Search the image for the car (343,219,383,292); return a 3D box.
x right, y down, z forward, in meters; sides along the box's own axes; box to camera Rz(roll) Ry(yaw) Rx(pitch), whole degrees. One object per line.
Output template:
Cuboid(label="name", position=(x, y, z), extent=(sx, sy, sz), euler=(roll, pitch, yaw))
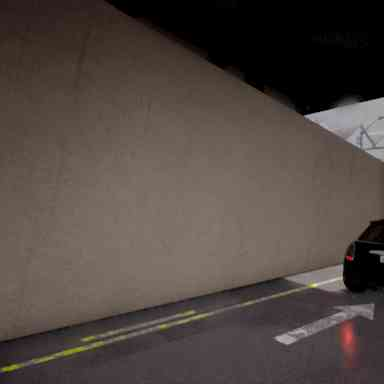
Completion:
Cuboid(label="car", position=(5.556, 1.350, 7.726), extent=(4.553, 1.767, 2.097), euler=(0, 0, -36))
